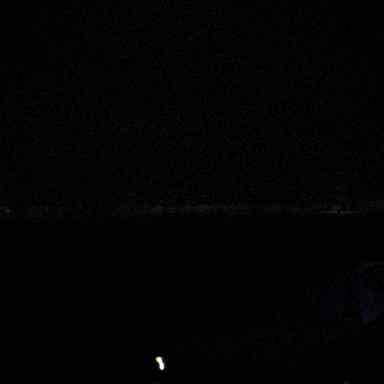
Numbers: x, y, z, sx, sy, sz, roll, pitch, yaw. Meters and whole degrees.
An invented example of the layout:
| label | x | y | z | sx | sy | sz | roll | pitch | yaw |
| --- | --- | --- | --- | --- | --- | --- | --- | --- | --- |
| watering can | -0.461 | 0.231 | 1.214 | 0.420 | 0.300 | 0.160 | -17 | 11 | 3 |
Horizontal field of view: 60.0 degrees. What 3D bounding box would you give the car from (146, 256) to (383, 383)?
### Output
| label | x | y | z | sx | sy | sz | roll | pitch | yaw |
| --- | --- | --- | --- | --- | --- | --- | --- | --- | --- |
| car | 1.975 | 1.730 | 4.839 | 5.357 | 1.411 | 2.033 | 1 | -4 | -43 |
